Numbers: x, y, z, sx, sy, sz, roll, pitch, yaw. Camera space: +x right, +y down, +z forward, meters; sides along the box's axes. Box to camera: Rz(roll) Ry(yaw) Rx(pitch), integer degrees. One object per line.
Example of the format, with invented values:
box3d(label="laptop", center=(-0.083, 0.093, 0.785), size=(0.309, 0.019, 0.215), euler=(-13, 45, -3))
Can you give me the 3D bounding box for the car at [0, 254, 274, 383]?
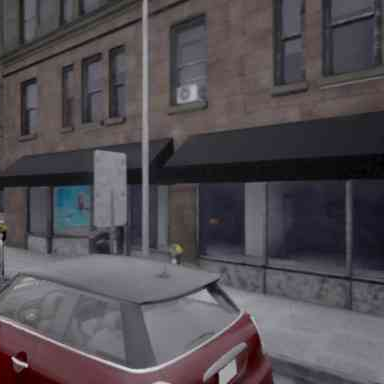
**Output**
box3d(label="car", center=(-1.299, 1.451, 3.736), size=(4.097, 1.590, 1.967), euler=(0, 0, 36))
